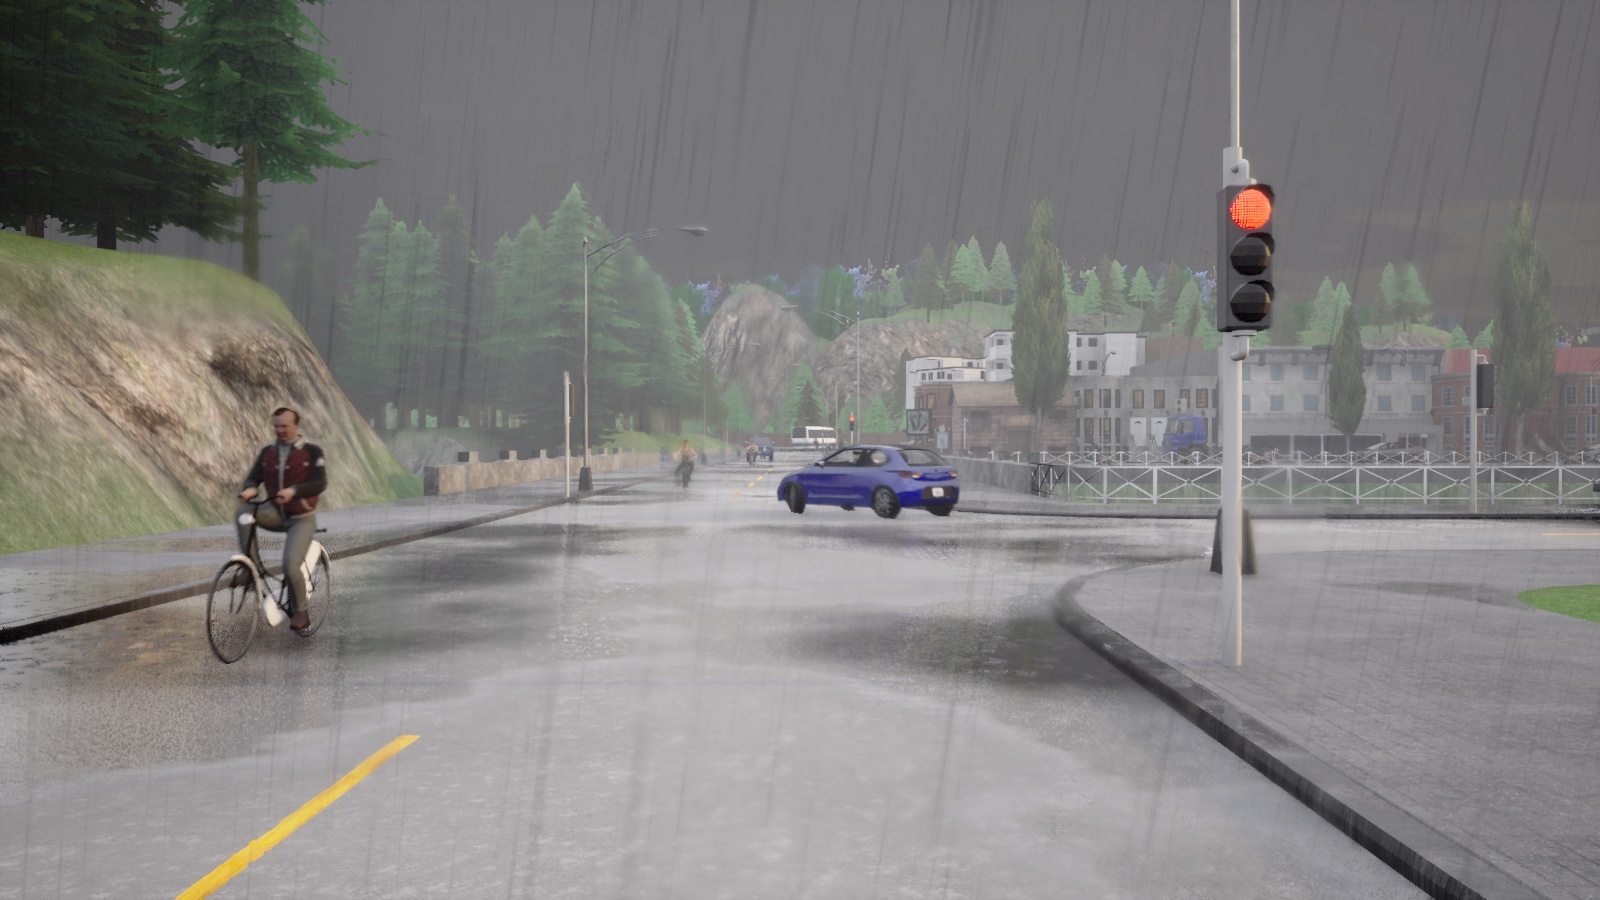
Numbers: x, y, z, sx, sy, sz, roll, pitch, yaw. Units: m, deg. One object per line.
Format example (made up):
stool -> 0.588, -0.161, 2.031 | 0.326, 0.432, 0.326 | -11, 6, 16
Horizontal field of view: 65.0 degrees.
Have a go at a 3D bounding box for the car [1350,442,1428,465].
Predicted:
car -> 41.198, 0.229, 87.877 | 4.514, 1.525, 2.007 | 0, 0, 0

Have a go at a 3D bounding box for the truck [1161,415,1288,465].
truck -> 29.648, -0.708, 87.929 | 7.936, 3.462, 2.891 | 0, 0, 0

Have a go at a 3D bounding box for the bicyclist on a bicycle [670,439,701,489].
bicyclist on a bicycle -> -3.753, 0.448, 41.174 | 0.866, 1.612, 1.509 | 0, 0, 0

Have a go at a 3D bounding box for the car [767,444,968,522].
car -> 1.318, 0.614, 26.081 | 1.816, 1.474, 4.193 | -1, 1, -40

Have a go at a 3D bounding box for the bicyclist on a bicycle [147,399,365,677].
bicyclist on a bicycle -> -3.814, 0.563, 8.985 | 0.659, 1.776, 1.843 | 0, 0, 3
